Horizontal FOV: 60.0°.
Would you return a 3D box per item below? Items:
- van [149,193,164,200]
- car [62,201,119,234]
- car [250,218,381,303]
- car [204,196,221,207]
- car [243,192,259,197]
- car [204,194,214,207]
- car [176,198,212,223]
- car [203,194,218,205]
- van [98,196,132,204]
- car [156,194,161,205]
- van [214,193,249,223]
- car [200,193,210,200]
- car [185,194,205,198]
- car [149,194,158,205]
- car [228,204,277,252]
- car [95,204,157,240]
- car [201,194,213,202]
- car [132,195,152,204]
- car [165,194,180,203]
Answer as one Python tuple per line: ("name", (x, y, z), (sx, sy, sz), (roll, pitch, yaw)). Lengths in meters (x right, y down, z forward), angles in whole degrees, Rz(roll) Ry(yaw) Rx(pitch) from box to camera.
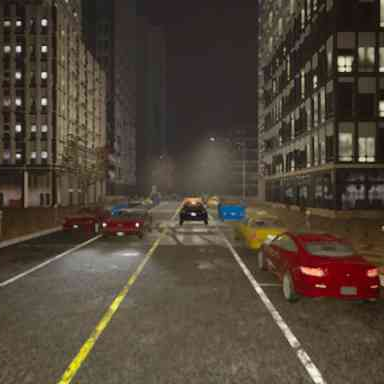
("van", (-5.655, 0.985, 50.318), (1.690, 1.788, 3.998), (1, 0, 0))
("car", (-5.674, 1.426, 18.442), (1.887, 1.381, 4.507), (1, 0, 0))
("car", (2.701, 1.533, 7.799), (1.802, 1.307, 4.206), (1, 0, 0))
("car", (2.721, 1.230, 44.998), (1.887, 1.381, 4.507), (1, 0, 0))
("car", (15.160, 0.752, 87.056), (4.507, 1.381, 1.887), (0, 0, 1))
("car", (2.719, 1.250, 39.853), (1.752, 1.417, 4.829), (1, 0, 0))
("car", (0.113, 1.409, 23.694), (1.994, 1.385, 4.181), (0, 1, 0))
("car", (2.725, 1.084, 50.310), (1.967, 1.590, 4.097), (1, 0, 0))
("van", (-5.669, 1.185, 23.753), (1.690, 1.788, 3.998), (1, 0, 0))
("car", (-5.660, 1.267, 45.005), (1.802, 1.307, 4.206), (1, 0, 0))
("van", (2.712, 1.185, 23.740), (1.690, 1.788, 3.998), (1, 0, 0))
("car", (2.846, 1.022, 71.563), (2.008, 1.369, 4.403), (1, 1, 0))
("car", (0.122, 1.068, 40.922), (2.097, 1.767, 4.553), (0, 0, 0))
("car", (-5.662, 1.276, 39.693), (2.008, 1.369, 4.403), (1, 0, 0))
("car", (2.704, 1.441, 13.282), (1.752, 1.417, 4.829), (1, 0, 0))
("car", (-3.093, 1.494, 16.602), (1.895, 1.301, 4.718), (0, 0, 0))
("car", (2.730, 1.105, 60.938), (1.887, 1.381, 4.507), (1, 0, 0))
("car", (-5.665, 1.317, 34.379), (2.008, 1.369, 4.403), (1, 0, 0))
("car", (-3.030, 1.097, 57.040), (1.837, 1.490, 4.892), (0, 0, 0))
